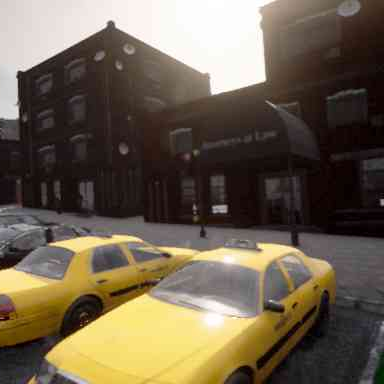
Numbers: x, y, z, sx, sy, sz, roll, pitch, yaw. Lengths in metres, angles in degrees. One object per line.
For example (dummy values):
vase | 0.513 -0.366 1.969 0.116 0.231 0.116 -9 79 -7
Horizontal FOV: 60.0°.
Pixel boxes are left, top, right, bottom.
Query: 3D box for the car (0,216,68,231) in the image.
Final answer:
car | -4.190 1.550 8.319 2.231 1.521 4.892 -1 0 36

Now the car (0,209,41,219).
car | -6.465 1.446 9.975 2.185 1.767 4.553 -1 0 36

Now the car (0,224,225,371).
car | -1.594 1.521 6.685 1.946 1.575 5.366 -1 0 36
